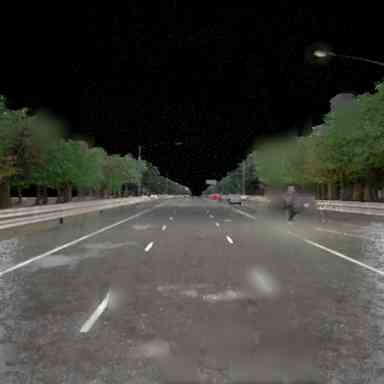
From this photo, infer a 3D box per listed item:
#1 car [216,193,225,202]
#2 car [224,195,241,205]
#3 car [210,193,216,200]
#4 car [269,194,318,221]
[{"bbox_3d":[7.077,1.467,74.182,2.128,1.511,4.902,0,0,0],"label":"car"},{"bbox_3d":[7.021,1.492,55.679,1.994,1.385,4.181,0,0,0],"label":"car"},{"bbox_3d":[7.171,1.279,94.190,2.150,2.045,5.566,0,0,0],"label":"car"},{"bbox_3d":[8.183,1.191,27.271,2.150,2.045,5.566,0,0,-8],"label":"car"}]
